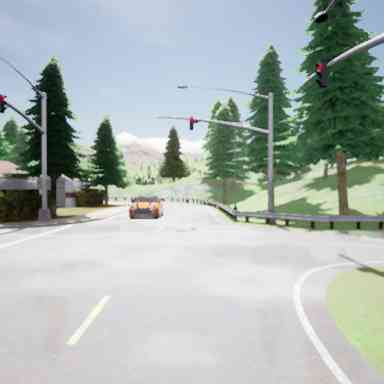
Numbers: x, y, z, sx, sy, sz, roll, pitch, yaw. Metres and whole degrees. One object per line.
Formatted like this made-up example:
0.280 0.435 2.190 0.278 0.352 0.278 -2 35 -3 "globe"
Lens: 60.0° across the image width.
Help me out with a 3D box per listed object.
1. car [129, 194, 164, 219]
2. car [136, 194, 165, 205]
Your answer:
-3.385 1.010 25.157 2.097 1.767 4.553 0 1 1 "car"
-5.591 1.003 44.343 1.895 1.301 4.718 0 1 -34 "car"
